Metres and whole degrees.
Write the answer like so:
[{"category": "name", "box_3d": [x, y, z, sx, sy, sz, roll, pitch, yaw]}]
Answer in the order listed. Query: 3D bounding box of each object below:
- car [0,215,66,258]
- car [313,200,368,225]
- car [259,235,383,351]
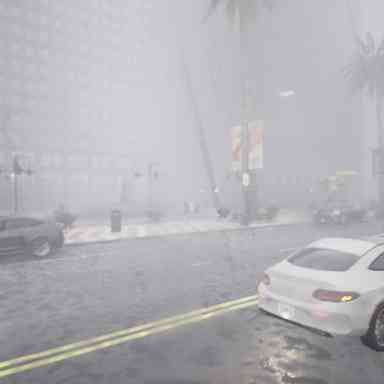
[{"category": "car", "box_3d": [-6.915, 1.584, 11.448, 4.786, 1.482, 2.161, 0, 0, -37]}, {"category": "car", "box_3d": [10.840, 1.385, 24.322, 4.553, 1.767, 2.185, 0, 0, -37]}, {"category": "car", "box_3d": [3.242, 1.533, 6.177, 4.674, 1.442, 1.812, 0, 0, -36]}]
